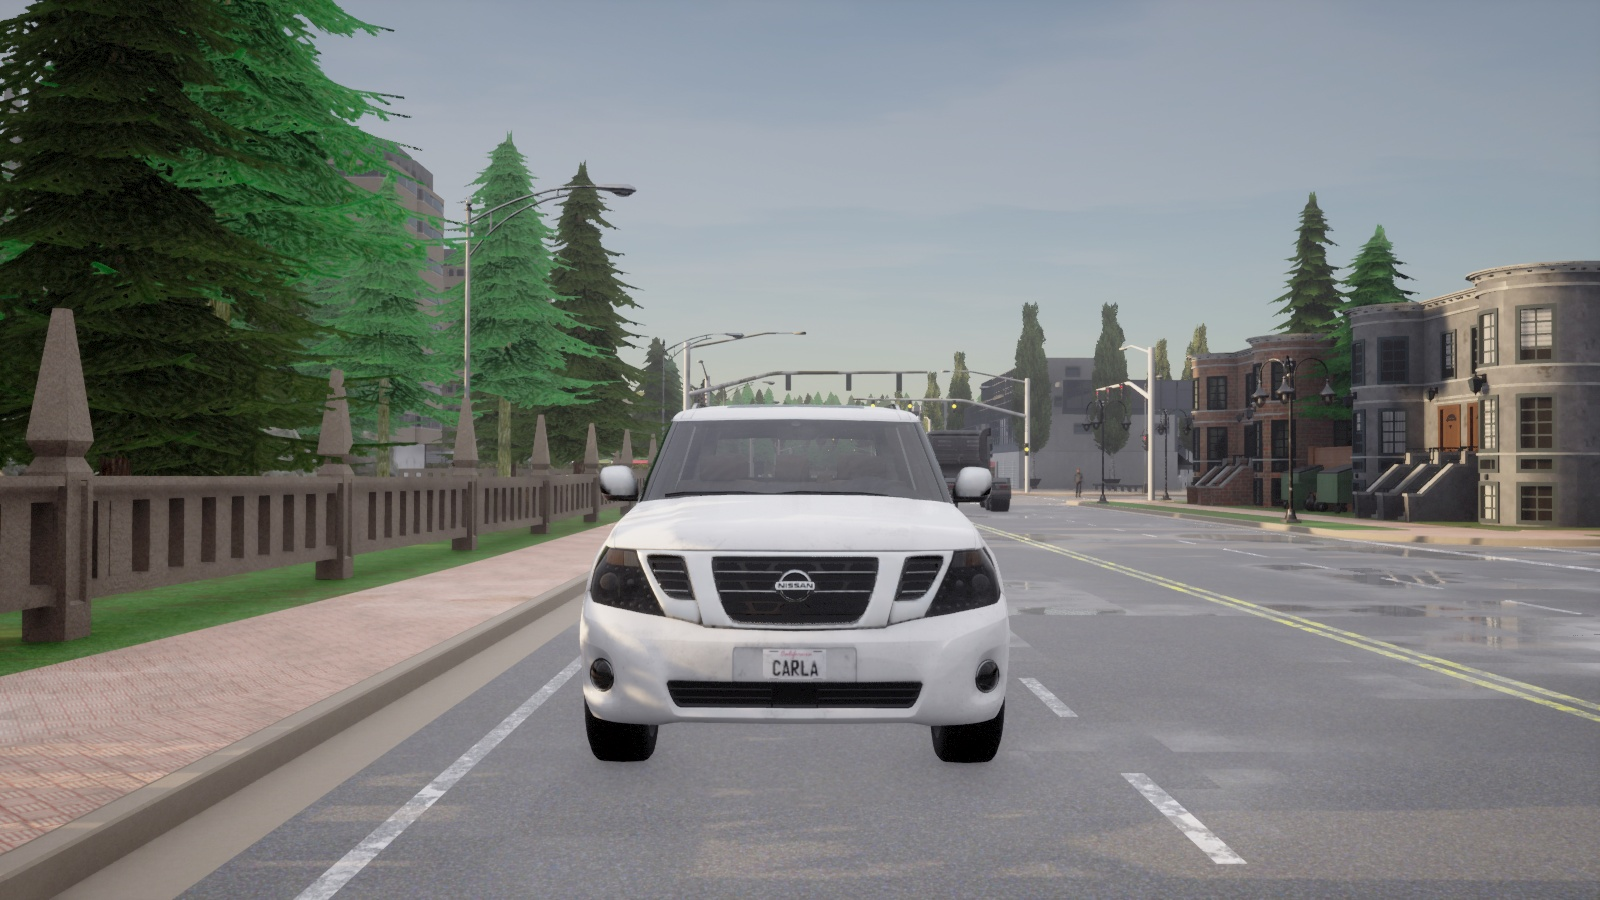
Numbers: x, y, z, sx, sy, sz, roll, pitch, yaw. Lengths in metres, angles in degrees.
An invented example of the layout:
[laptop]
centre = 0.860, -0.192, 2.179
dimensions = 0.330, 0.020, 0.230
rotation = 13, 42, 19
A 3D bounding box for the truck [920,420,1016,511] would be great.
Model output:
[truck]
centre = 6.852, 0.679, 52.270
dimensions = 2.891, 3.462, 7.936
rotation = 0, -1, 0

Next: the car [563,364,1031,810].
[car]
centre = -0.025, 0.677, 8.577
dimensions = 2.150, 2.045, 5.566
rotation = 0, -1, 0

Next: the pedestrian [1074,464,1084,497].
[pedestrian]
centre = 16.558, 1.786, 74.493
dimensions = 0.423, 1.949, 0.788
rotation = 0, -1, 2
